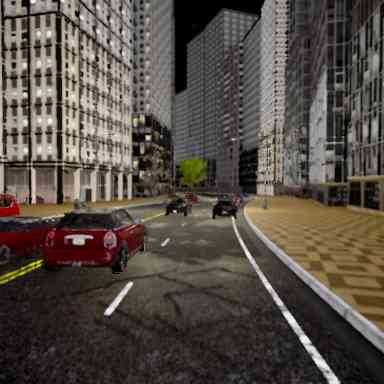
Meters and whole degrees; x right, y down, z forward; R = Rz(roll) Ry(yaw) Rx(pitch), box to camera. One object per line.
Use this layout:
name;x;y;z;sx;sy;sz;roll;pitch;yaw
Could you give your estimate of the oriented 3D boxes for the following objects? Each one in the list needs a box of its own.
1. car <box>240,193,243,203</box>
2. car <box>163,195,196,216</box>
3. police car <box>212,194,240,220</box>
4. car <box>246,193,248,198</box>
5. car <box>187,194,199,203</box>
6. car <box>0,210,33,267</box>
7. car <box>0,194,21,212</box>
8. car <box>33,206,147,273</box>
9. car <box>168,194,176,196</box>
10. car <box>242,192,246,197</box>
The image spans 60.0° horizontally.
car;5.047;1.213;42.138;1.882;1.535;5.008;0;0;11
car;-1.088;1.300;29.531;1.837;1.490;4.892;0;0;7
police car;2.655;1.254;26.830;1.930;1.638;5.238;0;0;7
car;13.042;0.829;83.117;1.812;1.442;4.674;0;0;9
car;-0.268;1.100;53.104;1.882;1.535;5.008;0;0;14
car;-6.241;1.509;11.228;1.895;1.301;4.718;0;0;3
car;-9.354;1.103;13.686;2.150;2.045;5.566;0;0;4
car;-2.792;1.273;10.621;2.097;1.767;4.553;0;0;3
car;-3.229;1.117;54.693;1.812;1.442;4.674;0;0;14
car;8.232;1.097;60.330;1.882;1.535;5.008;0;0;14
